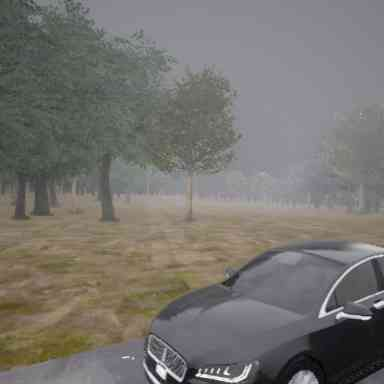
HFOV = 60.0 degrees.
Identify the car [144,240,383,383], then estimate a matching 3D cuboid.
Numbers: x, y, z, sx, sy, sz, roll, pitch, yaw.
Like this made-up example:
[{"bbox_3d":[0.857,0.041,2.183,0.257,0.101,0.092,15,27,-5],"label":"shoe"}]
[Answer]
[{"bbox_3d":[1.728,1.504,4.588,4.892,1.490,1.837,0,0,-33],"label":"car"}]
